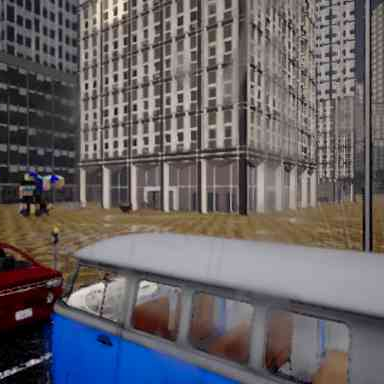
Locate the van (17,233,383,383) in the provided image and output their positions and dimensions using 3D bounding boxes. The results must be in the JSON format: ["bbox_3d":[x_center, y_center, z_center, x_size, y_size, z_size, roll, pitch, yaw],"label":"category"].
[{"bbox_3d":[0.504,1.326,2.661,3.998,1.788,1.690,0,0,35],"label":"van"}]

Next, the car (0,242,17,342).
[{"bbox_3d":[-4.084,1.499,5.765,4.507,1.381,1.887,0,0,35],"label":"car"}]
